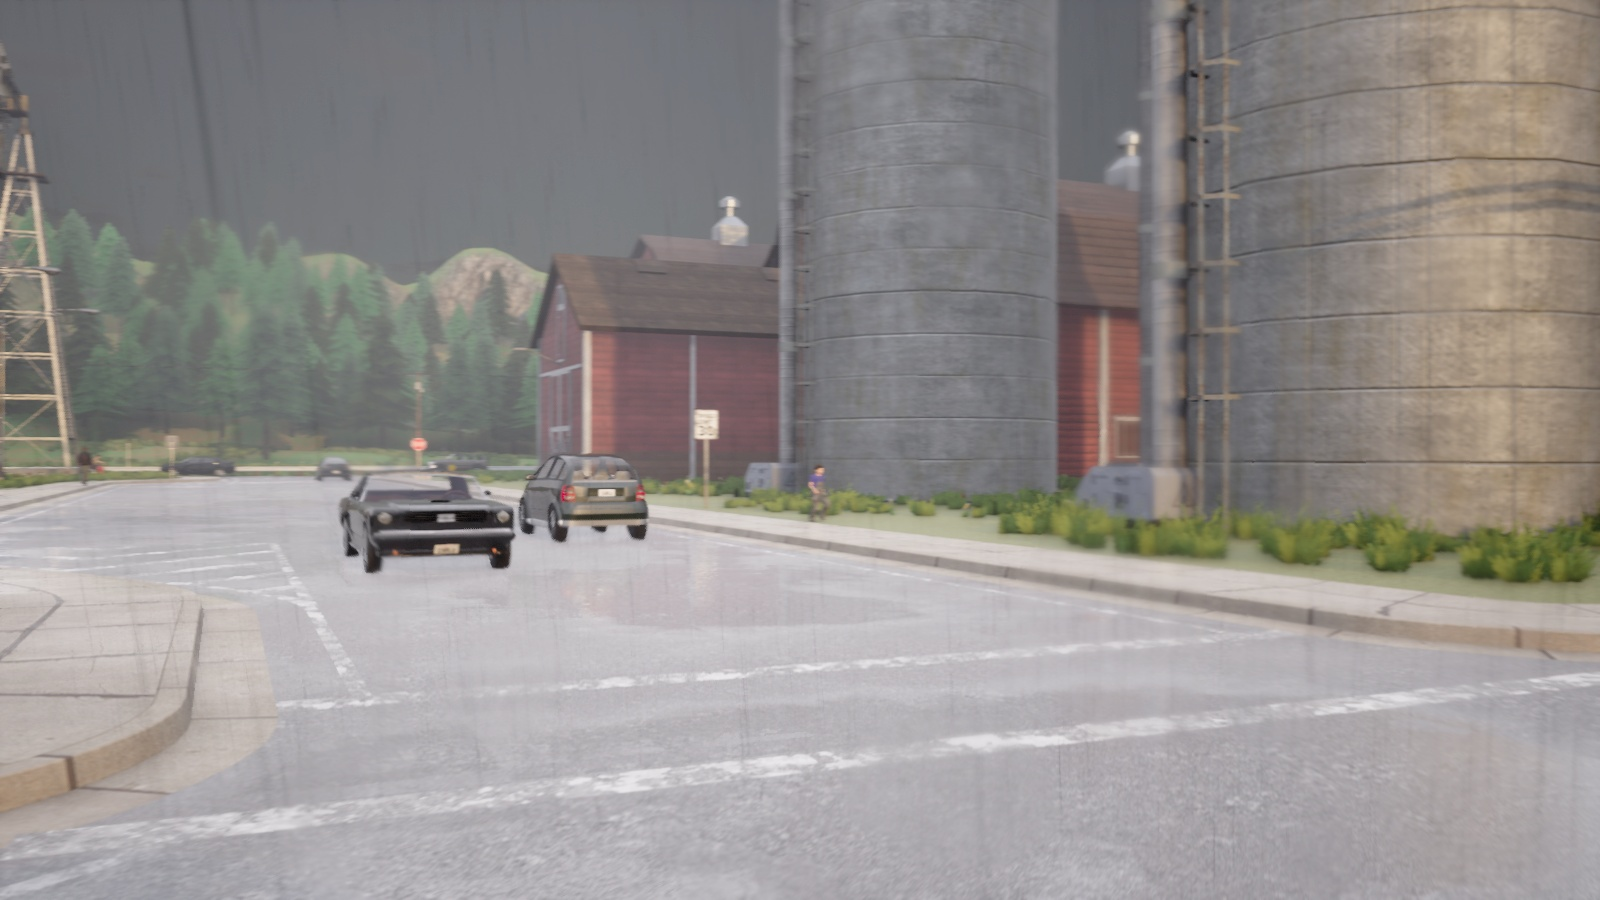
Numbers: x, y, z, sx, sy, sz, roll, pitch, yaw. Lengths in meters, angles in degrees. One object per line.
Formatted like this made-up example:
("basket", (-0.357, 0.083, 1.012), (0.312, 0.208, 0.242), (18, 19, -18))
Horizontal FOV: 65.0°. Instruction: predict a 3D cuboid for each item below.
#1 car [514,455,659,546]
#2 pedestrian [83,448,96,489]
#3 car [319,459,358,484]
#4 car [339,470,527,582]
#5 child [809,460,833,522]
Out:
("car", (-4.062, 0.873, 23.434), (1.789, 1.549, 3.705), (0, 0, -24))
("pedestrian", (-31.639, 0.820, 55.919), (0.431, 1.840, 0.703), (0, 0, -24))
("car", (-27.876, 1.295, 75.771), (1.812, 1.442, 4.674), (0, 0, -24))
("car", (-5.319, 0.966, 17.749), (1.895, 1.301, 4.718), (0, 0, -24))
("child", (0.428, 0.830, 25.806), (0.270, 1.263, 0.437), (0, 0, -39))
